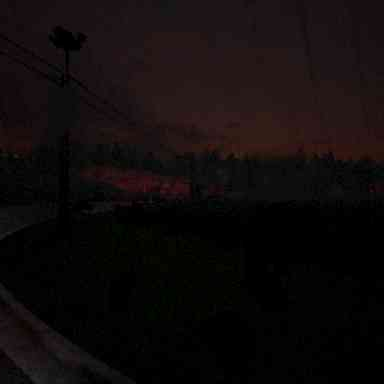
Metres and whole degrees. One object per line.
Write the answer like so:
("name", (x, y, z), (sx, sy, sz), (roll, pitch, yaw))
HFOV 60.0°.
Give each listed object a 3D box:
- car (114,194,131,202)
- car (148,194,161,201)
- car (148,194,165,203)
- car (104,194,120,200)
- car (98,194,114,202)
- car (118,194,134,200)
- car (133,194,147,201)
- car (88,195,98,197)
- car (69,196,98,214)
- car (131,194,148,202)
("car", (-13.892, 1.223, 69.500), (2.097, 1.767, 4.553), (0, 0, 9))
("car", (-8.920, 1.232, 78.743), (1.837, 1.490, 4.892), (0, 0, 9))
("car", (-6.975, 1.265, 68.430), (2.097, 1.767, 4.553), (0, 0, 9))
("car", (-19.296, 1.223, 80.349), (2.033, 1.411, 5.357), (0, 0, 9))
("car", (-17.369, 1.413, 69.928), (1.994, 1.385, 4.181), (0, 0, 9))
("car", (-15.838, 1.239, 79.814), (2.033, 1.411, 5.357), (0, 0, 9))
("car", (-12.379, 1.216, 79.278), (1.837, 1.490, 4.892), (0, 0, 9))
("car", (-20.891, 1.369, 70.052), (2.128, 1.511, 4.902), (0, 0, 9))
("car", (-12.031, 1.445, 34.923), (1.812, 1.442, 4.674), (0, 0, 8))
("car", (-10.447, 1.488, 68.887), (1.895, 1.301, 4.718), (0, 0, 9))
